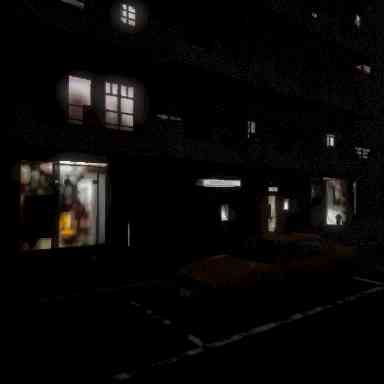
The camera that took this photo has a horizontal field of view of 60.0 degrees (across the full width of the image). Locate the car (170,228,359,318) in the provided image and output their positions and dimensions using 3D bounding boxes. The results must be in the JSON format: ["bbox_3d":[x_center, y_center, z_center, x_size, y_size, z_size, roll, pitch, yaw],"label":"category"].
[{"bbox_3d":[1.829,1.524,7.398,4.829,1.417,1.752,0,1,-35],"label":"car"}]
